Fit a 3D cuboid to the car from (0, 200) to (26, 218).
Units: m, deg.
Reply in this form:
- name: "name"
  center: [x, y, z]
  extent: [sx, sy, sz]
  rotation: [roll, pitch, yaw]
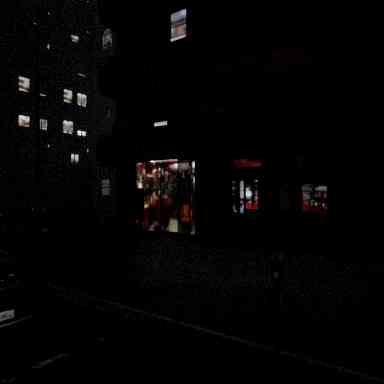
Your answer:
- name: "car"
  center: [-14.039, 1.350, 26.071]
  extent: [2.008, 1.369, 4.403]
  rotation: [1, 1, 35]

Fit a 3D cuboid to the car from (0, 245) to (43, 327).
- name: "car"
  center: [-4.473, 1.551, 6.062]
  extent: [4.403, 1.369, 2.008]
  rotation: [0, 0, 35]

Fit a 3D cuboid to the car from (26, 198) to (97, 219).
- name: "car"
  center: [-10.386, 1.363, 26.796]
  extent: [1.895, 1.301, 4.718]
  rotation: [0, 1, 35]
